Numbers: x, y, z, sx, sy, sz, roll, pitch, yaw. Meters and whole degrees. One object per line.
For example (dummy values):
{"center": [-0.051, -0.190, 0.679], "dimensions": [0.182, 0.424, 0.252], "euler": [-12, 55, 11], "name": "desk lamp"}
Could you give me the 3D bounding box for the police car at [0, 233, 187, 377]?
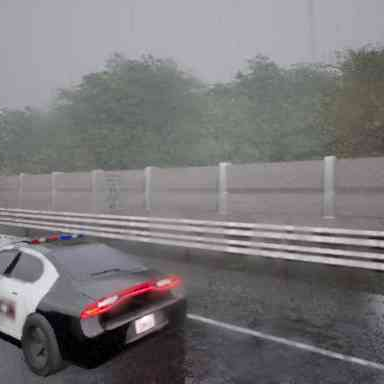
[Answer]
{"center": [-2.560, 1.515, 5.706], "dimensions": [4.974, 1.542, 2.038], "euler": [0, 0, 36], "name": "police car"}
